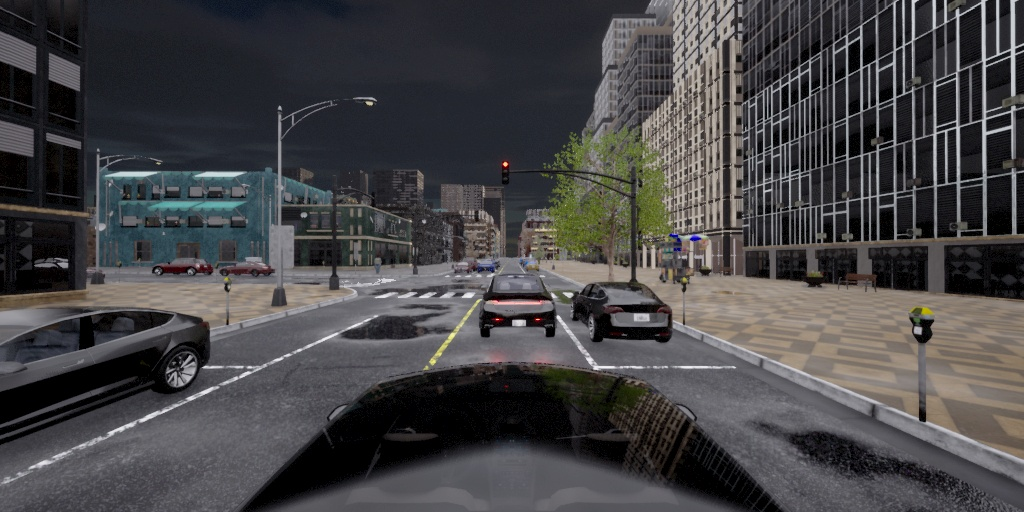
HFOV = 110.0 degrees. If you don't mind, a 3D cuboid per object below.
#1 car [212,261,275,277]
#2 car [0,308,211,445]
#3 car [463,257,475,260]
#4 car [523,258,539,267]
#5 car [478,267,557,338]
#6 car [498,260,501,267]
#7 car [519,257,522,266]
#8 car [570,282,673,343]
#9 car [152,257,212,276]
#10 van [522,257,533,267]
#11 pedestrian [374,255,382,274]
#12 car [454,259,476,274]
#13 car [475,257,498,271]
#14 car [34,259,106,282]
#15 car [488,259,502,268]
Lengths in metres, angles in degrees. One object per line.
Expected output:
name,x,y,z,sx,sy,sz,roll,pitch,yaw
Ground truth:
car,-22.809,1.090,30.936,4.207,1.307,1.802,0,0,-1
car,-5.689,1.316,4.000,1.948,1.339,4.313,0,0,0
car,-5.670,1.068,47.566,2.192,1.841,5.009,0,0,0
car,2.710,1.278,47.735,1.751,1.417,4.829,0,0,0
car,0.114,1.242,10.206,2.128,1.511,4.902,0,0,-1
car,-3.057,1.318,53.538,1.994,1.385,4.181,0,0,1
car,2.717,1.305,64.218,2.007,1.370,4.403,0,0,0
car,2.694,1.316,9.536,1.948,1.339,4.313,0,0,0
car,-28.357,0.879,30.860,4.097,1.591,1.967,0,0,-1
van,2.713,1.094,53.116,1.690,1.789,3.998,0,0,0
pedestrian,-12.736,0.789,34.023,0.375,1.860,0.375,0,-1,-1
car,-5.673,1.335,42.015,1.802,1.307,4.207,0,0,0
car,-3.083,1.230,43.687,1.882,1.535,5.008,0,0,0
car,-28.242,0.980,22.481,4.207,1.307,1.802,0,0,-1
car,-3.025,1.302,64.678,2.033,1.411,5.357,0,0,1
